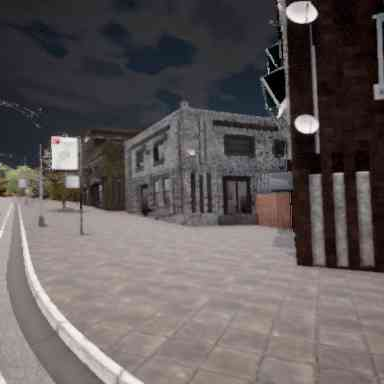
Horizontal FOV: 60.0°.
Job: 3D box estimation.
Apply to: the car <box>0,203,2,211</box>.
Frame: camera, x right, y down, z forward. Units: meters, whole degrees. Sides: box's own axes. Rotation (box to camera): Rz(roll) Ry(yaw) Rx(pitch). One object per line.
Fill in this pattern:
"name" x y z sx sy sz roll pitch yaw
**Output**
"car" -20.830 1.553 34.236 2.128 1.511 4.902 0 0 -28
